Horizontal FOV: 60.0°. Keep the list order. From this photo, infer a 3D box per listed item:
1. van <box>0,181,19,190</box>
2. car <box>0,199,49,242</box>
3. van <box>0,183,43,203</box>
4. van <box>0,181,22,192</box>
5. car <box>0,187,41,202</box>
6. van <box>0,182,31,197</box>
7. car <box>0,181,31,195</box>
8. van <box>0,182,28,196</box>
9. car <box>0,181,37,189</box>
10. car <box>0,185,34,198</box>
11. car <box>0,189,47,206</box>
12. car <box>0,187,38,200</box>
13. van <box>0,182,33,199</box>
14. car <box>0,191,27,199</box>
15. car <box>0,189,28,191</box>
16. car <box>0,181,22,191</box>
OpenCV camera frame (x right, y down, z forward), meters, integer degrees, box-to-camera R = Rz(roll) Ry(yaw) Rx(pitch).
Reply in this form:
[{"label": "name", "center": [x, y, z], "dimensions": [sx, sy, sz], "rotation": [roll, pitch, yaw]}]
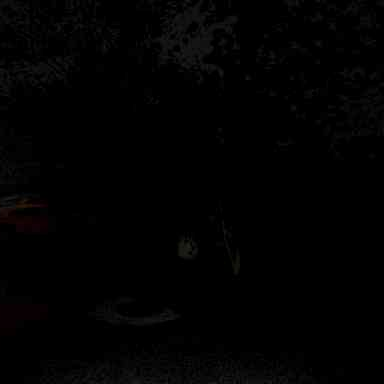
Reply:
[{"label": "van", "center": [-40.388, -1.423, 72.667], "dimensions": [4.442, 1.987, 1.878], "rotation": [1, 1, -30]}, {"label": "car", "center": [-6.952, 1.289, 15.275], "dimensions": [5.008, 1.535, 2.097], "rotation": [1, 2, -30]}, {"label": "van", "center": [-18.019, 0.122, 34.440], "dimensions": [4.442, 1.987, 1.878], "rotation": [1, 2, -30]}, {"label": "van", "center": [-34.795, -1.046, 63.109], "dimensions": [4.442, 1.987, 1.878], "rotation": [1, 1, -30]}, {"label": "car", "center": [-19.502, 0.264, 36.793], "dimensions": [4.792, 1.488, 2.163], "rotation": [1, 2, -30]}, {"label": "van", "center": [-24.943, -0.383, 46.274], "dimensions": [4.442, 1.987, 1.878], "rotation": [1, 1, -30]}, {"label": "car", "center": [-27.864, -0.599, 50.978], "dimensions": [5.566, 2.045, 2.435], "rotation": [1, 1, -30]}, {"label": "van", "center": [-26.543, -0.481, 48.545], "dimensions": [4.442, 1.987, 1.878], "rotation": [1, 1, -30]}, {"label": "car", "center": [-15.237, 0.335, 29.511], "dimensions": [5.566, 2.045, 2.435], "rotation": [1, 2, -30]}, {"label": "car", "center": [-23.648, -0.065, 43.833], "dimensions": [5.008, 1.535, 2.097], "rotation": [1, 1, -30]}, {"label": "car", "center": [-16.693, 0.496, 31.878], "dimensions": [4.792, 1.488, 2.163], "rotation": [1, 2, -30]}, {"label": "car", "center": [-20.834, 0.162, 39.069], "dimensions": [4.792, 1.488, 2.163], "rotation": [1, 2, -30]}, {"label": "van", "center": [-22.333, -0.195, 41.368], "dimensions": [4.442, 1.987, 1.878], "rotation": [1, 2, -31]}, {"label": "car", "center": [-8.315, 1.046, 17.679], "dimensions": [4.553, 1.767, 2.185], "rotation": [1, 2, -30]}, {"label": "car", "center": [-12.636, 0.816, 24.633], "dimensions": [5.366, 1.575, 1.946], "rotation": [1, 2, -30]}, {"label": "car", "center": [-39.114, -1.357, 70.203], "dimensions": [5.566, 2.045, 2.435], "rotation": [1, 1, -30]}]
